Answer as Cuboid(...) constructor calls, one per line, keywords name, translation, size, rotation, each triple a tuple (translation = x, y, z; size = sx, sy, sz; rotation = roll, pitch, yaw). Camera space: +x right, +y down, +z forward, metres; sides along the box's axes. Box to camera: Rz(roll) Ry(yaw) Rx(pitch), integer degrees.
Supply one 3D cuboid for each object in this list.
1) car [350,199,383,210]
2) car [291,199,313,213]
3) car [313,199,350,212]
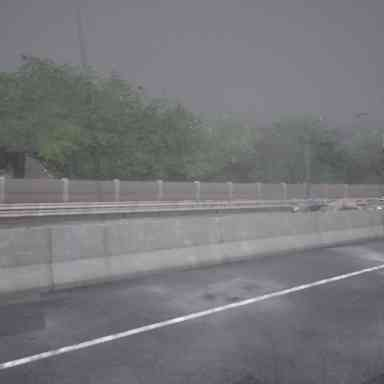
Cuboid(name="car", translation=(15.606, 1.360, 27.569), size=(4.553, 1.767, 2.097), rotation=(0, 0, -34))
Cuboid(name="car", translation=(12.088, 1.495, 33.640), size=(4.902, 1.511, 2.128), rotation=(0, 0, -34))
Cuboid(name="car", translation=(13.524, 1.531, 30.398), size=(4.674, 1.442, 1.812), rotation=(0, 0, -34))
